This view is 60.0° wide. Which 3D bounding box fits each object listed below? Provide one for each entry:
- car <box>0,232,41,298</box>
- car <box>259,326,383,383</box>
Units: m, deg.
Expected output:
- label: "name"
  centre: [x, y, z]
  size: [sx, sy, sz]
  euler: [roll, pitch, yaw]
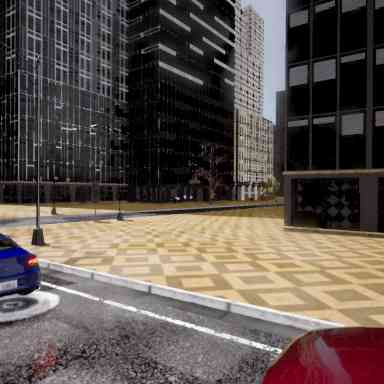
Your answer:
- label: "car"
  centre: [-5.179, 1.523, 7.384]
  size: [4.674, 1.442, 1.812]
  euler: [0, 0, 36]
- label: "car"
  centre: [2.419, 1.564, 1.950]
  size: [4.181, 1.385, 1.994]
  euler: [0, 0, 35]
